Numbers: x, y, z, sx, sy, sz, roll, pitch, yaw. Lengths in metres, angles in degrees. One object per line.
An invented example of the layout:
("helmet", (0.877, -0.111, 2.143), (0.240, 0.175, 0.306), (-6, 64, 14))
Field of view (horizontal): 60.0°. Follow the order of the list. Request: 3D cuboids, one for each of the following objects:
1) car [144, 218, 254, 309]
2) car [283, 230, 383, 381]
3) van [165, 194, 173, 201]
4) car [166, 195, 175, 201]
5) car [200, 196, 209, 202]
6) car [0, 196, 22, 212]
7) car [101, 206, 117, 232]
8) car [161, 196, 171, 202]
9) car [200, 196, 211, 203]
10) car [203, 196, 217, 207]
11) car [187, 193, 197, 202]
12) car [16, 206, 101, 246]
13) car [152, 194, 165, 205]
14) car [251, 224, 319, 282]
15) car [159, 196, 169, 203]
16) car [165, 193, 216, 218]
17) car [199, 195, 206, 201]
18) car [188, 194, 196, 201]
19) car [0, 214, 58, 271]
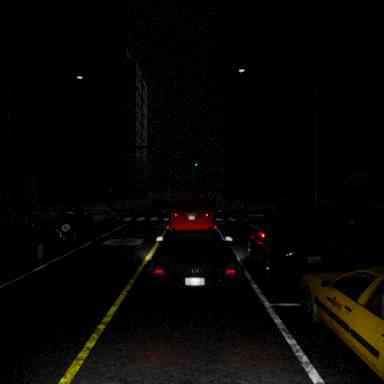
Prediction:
("car", (0.056, 1.564, 7.933), (1.994, 1.385, 4.181), (0, 0, 0))
("car", (2.758, 1.525, 4.257), (1.752, 1.417, 4.829), (0, 0, 0))
("van", (-5.820, 1.372, 85.046), (1.690, 1.788, 3.998), (0, 0, 0))
("car", (-5.823, 1.586, 90.484), (2.008, 1.369, 4.403), (0, 0, 0))
("car", (2.713, 1.569, 74.177), (1.887, 1.381, 4.507), (0, 0, 0))
("car", (-17.940, 1.172, 31.902), (4.902, 1.511, 2.128), (1, 0, 0))
("car", (-5.777, 1.527, 20.281), (1.752, 1.417, 4.829), (0, 0, 0))
("car", (-5.812, 1.549, 74.001), (1.752, 1.417, 4.829), (0, 0, 0))
("car", (2.716, 1.571, 68.739), (2.008, 1.369, 4.403), (0, 0, 0))
("car", (2.727, 1.452, 52.426), (1.967, 1.590, 4.097), (0, 0, 0))
("car", (-0.052, 1.252, 78.353), (2.150, 2.045, 5.566), (0, 0, 0))
("car", (-5.774, 1.441, 14.994), (1.967, 1.590, 4.097), (0, 0, 0))
("car", (-5.802, 1.330, 57.859), (2.192, 1.841, 5.009), (0, 0, 0))
("car", (2.755, 1.566, 9.544), (1.947, 1.339, 4.313), (0, 0, 0))
("car", (-5.809, 1.602, 68.733), (1.802, 1.307, 4.206), (0, 0, 0))
("car", (-0.005, 1.224, 17.547), (2.150, 2.045, 5.566), (0, 0, 0))
("car", (2.706, 1.557, 85.222), (1.752, 1.417, 4.829), (0, 0, 0))
("car", (-0.059, 1.390, 88.968), (2.097, 1.767, 4.553), (0, 0, 0))
("car", (-5.771, 1.545, 9.537), (1.887, 1.381, 4.507), (0, 0, 0))
